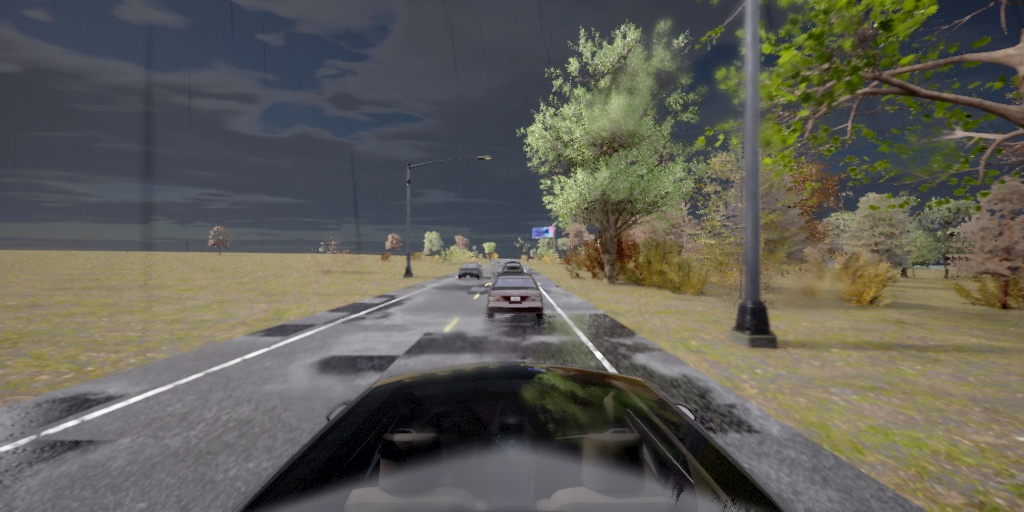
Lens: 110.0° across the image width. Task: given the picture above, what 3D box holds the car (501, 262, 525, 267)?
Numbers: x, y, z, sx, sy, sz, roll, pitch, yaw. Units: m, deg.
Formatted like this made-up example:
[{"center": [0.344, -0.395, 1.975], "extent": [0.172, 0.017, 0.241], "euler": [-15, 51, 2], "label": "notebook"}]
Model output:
[{"center": [0.100, 1.267, 32.181], "extent": [1.837, 1.490, 4.892], "euler": [0, 0, 0], "label": "car"}]

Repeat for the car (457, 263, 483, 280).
[{"center": [-3.600, 1.310, 31.916], "extent": [2.033, 1.411, 5.357], "euler": [0, 0, 0], "label": "car"}]

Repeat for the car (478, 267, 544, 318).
[{"center": [0.099, 1.301, 13.018], "extent": [2.033, 1.411, 5.357], "euler": [0, 0, 0], "label": "car"}]
